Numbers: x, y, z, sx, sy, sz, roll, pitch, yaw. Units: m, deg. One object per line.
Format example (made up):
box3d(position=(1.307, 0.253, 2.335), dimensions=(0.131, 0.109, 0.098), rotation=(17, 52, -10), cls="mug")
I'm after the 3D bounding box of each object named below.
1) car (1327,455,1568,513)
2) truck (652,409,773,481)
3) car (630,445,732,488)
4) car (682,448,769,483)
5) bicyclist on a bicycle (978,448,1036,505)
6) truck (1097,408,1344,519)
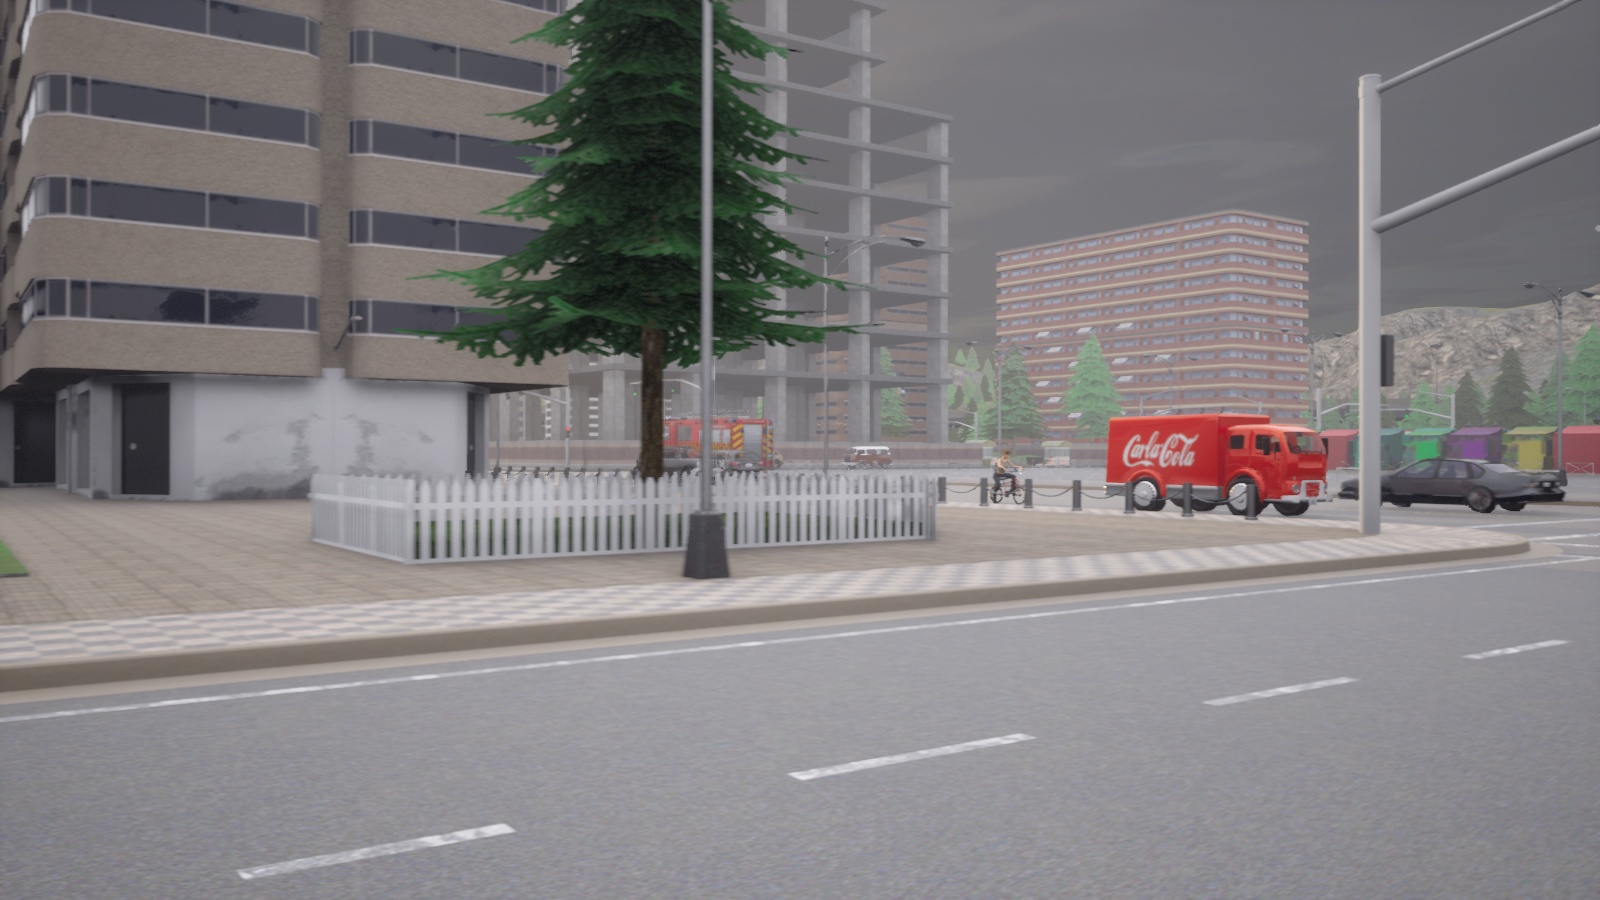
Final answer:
box3d(position=(17.044, 0.838, 33.343), dimensions=(2.033, 1.411, 5.357), rotation=(0, 0, -35), cls="car")
box3d(position=(-5.067, -0.235, 70.967), dimensions=(2.891, 3.827, 8.468), rotation=(0, 0, -35), cls="truck")
box3d(position=(-5.390, 0.712, 56.696), dimensions=(4.605, 1.855, 1.932), rotation=(0, 0, 41), cls="car")
box3d(position=(-3.792, 0.752, 63.050), dimensions=(2.242, 1.667, 4.611), rotation=(0, 0, -35), cls="car")
box3d(position=(6.048, 0.759, 36.796), dimensions=(0.866, 1.612, 1.509), rotation=(0, 0, -35), cls="bicyclist on a bicycle")
box3d(position=(10.199, 0.312, 30.862), dimensions=(2.627, 2.467, 5.204), rotation=(0, 0, -35), cls="truck")
